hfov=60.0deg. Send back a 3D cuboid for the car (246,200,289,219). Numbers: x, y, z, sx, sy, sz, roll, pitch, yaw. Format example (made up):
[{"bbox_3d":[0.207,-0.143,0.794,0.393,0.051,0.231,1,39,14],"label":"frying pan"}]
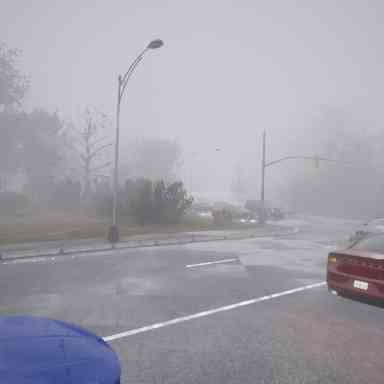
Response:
[{"bbox_3d":[7.986,1.932,37.704,2.150,2.045,5.566,3,-1,-22],"label":"car"}]

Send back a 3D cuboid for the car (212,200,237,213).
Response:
[{"bbox_3d":[4.530,2.054,47.119,1.837,1.490,4.892,3,1,-17],"label":"car"}]

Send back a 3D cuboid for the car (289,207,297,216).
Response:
[{"bbox_3d":[12.305,2.470,46.177,2.033,1.411,5.357,3,0,-19],"label":"car"}]

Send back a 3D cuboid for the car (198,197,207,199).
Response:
[{"bbox_3d":[1.870,1.721,56.906,1.837,1.490,4.892,2,2,-13],"label":"car"}]

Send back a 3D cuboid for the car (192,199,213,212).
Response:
[{"bbox_3d":[1.424,2.022,45.274,1.895,1.301,4.718,3,0,-18],"label":"car"}]

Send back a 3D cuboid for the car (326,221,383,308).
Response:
[{"bbox_3d":[5.041,1.556,7.383,5.008,1.535,1.882,1,-1,-35],"label":"car"}]

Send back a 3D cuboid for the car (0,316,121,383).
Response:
[{"bbox_3d":[-2.813,1.478,1.735,5.008,1.535,1.882,0,0,-36],"label":"car"}]

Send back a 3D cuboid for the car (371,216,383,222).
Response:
[{"bbox_3d":[8.791,1.787,14.582,4.674,1.442,1.812,2,-1,-36],"label":"car"}]

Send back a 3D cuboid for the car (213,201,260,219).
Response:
[{"bbox_3d":[4.736,2.108,36.316,2.033,1.411,5.357,3,-1,-23],"label":"car"}]
